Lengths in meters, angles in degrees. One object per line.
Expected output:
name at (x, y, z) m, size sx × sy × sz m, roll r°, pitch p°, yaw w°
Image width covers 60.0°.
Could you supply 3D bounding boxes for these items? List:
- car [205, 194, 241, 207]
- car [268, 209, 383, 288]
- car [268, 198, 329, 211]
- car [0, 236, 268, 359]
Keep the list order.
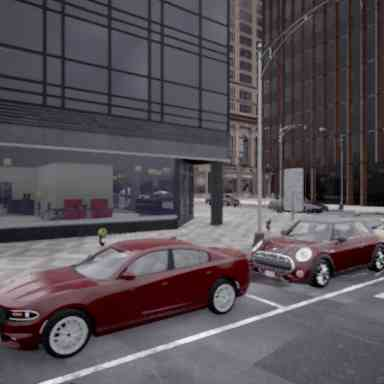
car at (3.503, 0.957, 38.218) m, size 1.837 × 1.490 × 4.892 m, roll 0°, pitch 1°, yaw -36°
car at (3.498, 1.440, 9.146) m, size 4.097 × 1.590 × 1.967 m, roll 0°, pitch 0°, yaw -36°
car at (9.431, 1.199, 29.852) m, size 2.033 × 1.411 × 5.357 m, roll 0°, pitch 1°, yaw -41°
car at (-0.944, 1.544, 5.976) m, size 4.507 × 1.381 × 1.887 m, roll 0°, pitch 0°, yaw -36°
